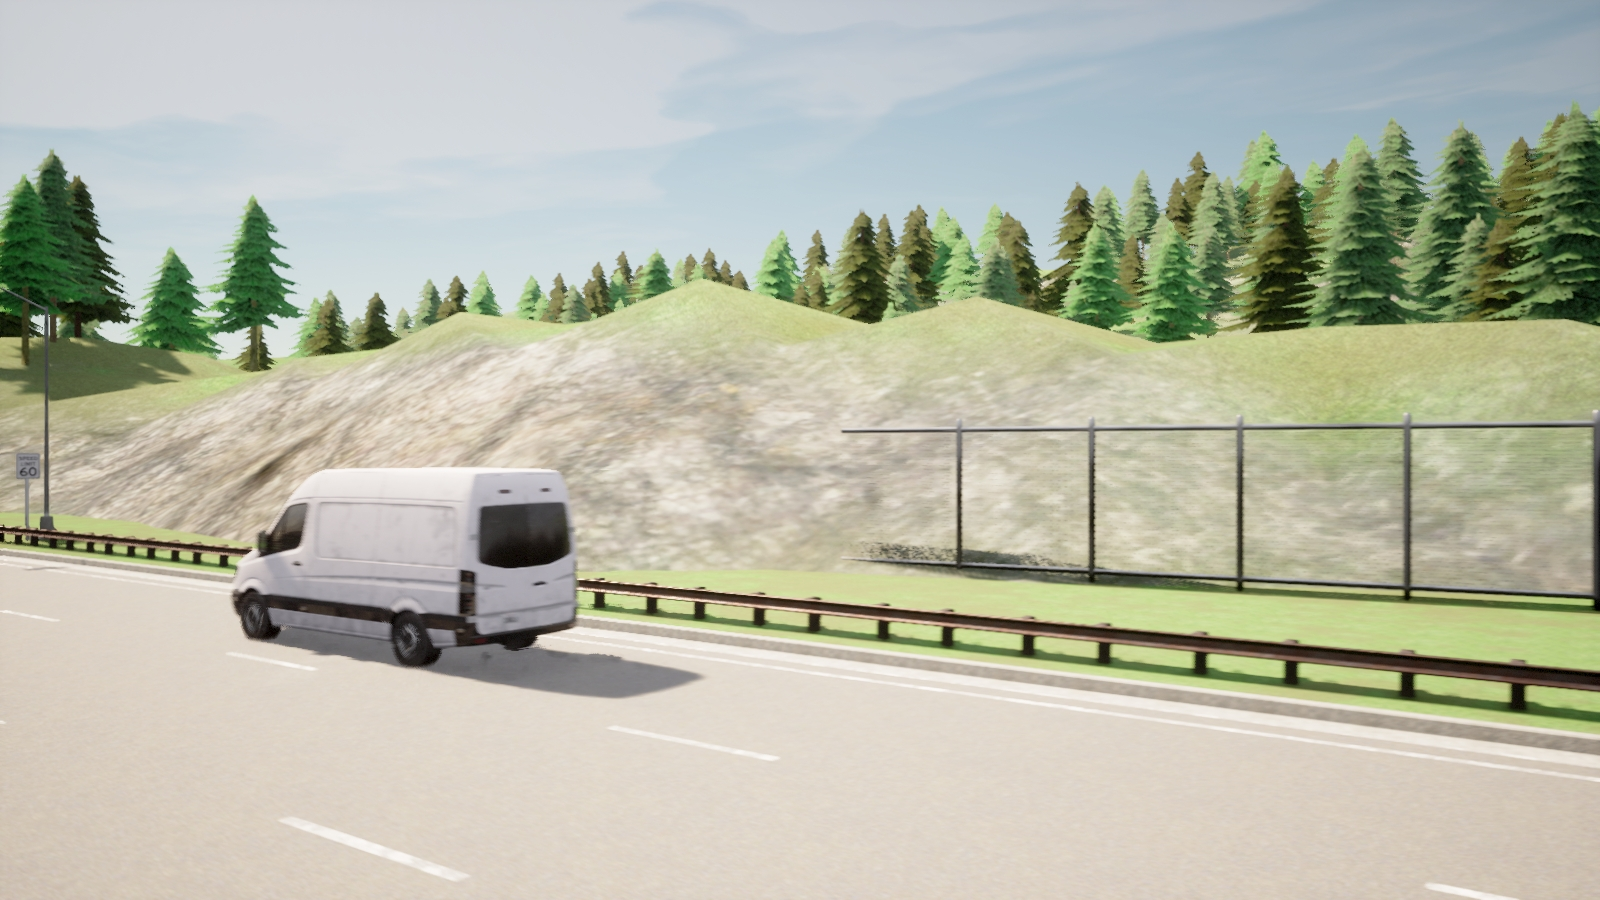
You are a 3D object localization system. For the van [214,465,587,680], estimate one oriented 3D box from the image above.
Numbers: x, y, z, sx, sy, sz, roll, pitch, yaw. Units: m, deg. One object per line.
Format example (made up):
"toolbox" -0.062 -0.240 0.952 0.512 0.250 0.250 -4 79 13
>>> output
"van" -5.908 1.534 16.481 5.915 2.561 1.988 0 0 35
